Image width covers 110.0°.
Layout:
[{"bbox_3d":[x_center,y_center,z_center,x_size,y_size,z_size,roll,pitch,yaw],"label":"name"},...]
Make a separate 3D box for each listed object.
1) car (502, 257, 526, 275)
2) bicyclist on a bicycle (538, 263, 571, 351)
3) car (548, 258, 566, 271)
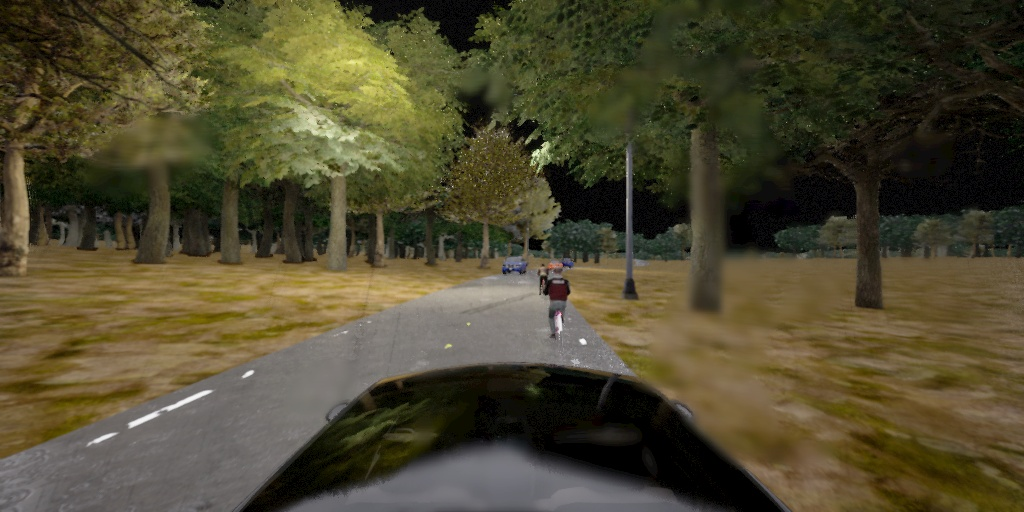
[{"bbox_3d":[0.326,1.075,40.648,2.150,2.045,5.566,0,-1,9],"label":"car"},{"bbox_3d":[1.007,1.103,8.074,0.659,1.776,1.843,0,0,2],"label":"bicyclist on a bicycle"},{"bbox_3d":[6.952,1.412,57.323,2.097,1.767,4.553,0,-1,13],"label":"car"}]
